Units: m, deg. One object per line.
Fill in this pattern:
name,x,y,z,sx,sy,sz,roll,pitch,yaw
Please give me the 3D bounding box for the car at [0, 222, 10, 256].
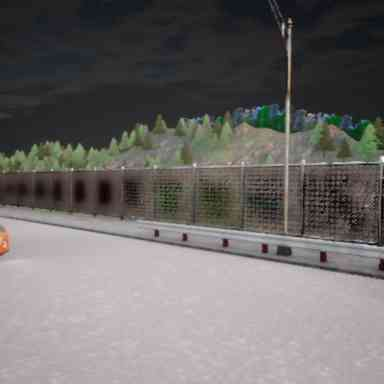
car,-7.586,1.041,10.366,4.553,1.767,2.097,2,1,38
